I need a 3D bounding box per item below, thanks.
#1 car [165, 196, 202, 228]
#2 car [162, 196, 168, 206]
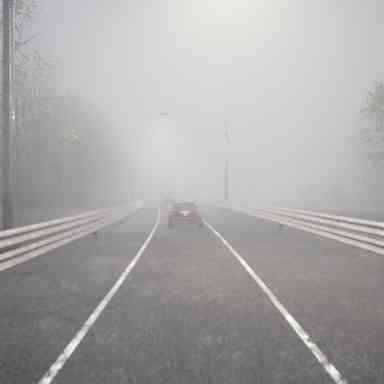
[{"bbox_3d":[-0.542,1.357,22.315,2.097,1.767,4.553,0,0,-4],"label":"car"},{"bbox_3d":[-3.946,1.491,54.866,1.837,1.490,4.892,0,0,-9],"label":"car"}]
